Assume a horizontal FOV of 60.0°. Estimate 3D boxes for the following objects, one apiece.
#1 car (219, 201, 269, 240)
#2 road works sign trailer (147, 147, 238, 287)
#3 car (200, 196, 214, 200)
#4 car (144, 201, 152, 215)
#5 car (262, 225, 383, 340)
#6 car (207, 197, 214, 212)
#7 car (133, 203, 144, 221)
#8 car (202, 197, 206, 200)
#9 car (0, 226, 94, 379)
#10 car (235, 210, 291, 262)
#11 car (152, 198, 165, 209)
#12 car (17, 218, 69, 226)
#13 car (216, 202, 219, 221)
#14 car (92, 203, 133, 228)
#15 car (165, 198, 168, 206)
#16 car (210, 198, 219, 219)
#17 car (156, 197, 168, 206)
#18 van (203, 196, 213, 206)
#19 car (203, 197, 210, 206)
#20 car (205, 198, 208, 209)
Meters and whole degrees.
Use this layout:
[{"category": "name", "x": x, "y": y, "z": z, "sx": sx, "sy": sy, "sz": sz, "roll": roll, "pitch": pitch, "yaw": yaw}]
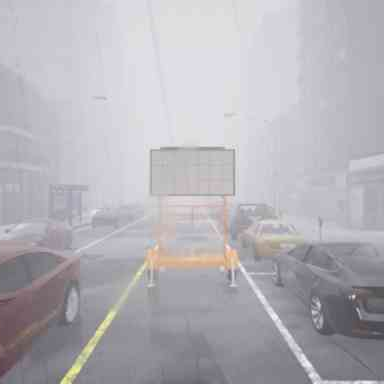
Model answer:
[{"category": "car", "x": 2.885, "y": 1.417, "z": 17.633, "sx": 2.192, "sy": 1.841, "sz": 5.009, "roll": 0, "pitch": 0, "yaw": 0}, {"category": "road works sign trailer", "x": 0.013, "y": 0.520, "z": 9.499, "sx": 2.380, "sy": 3.560, "sz": 2.880, "roll": 0, "pitch": 0, "yaw": 0}, {"category": "car", "x": 2.944, "y": 1.636, "z": 56.298, "sx": 2.192, "sy": 1.841, "sz": 5.009, "roll": 0, "pitch": 0, "yaw": 0}, {"category": "car", "x": -5.616, "y": 1.761, "z": 34.203, "sx": 1.947, "sy": 1.339, "sz": 4.313, "roll": 0, "pitch": 0, "yaw": 0}, {"category": "car", "x": 2.867, "y": 1.605, "z": 6.584, "sx": 1.947, "sy": 1.339, "sz": 4.313, "roll": 0, "pitch": 0, "yaw": 0}, {"category": "car", "x": 2.910, "y": 1.636, "z": 34.203, "sx": 1.967, "sy": 1.590, "sz": 4.097, "roll": 0, "pitch": 0, "yaw": 0}, {"category": "car", "x": -5.625, "y": 1.730, "z": 28.678, "sx": 1.947, "sy": 1.339, "sz": 4.313, "roll": 0, "pitch": 0, "yaw": 0}, {"category": "car", "x": 2.935, "y": 1.855, "z": 50.772, "sx": 1.947, "sy": 1.339, "sz": 4.313, "roll": 0, "pitch": 0, "yaw": 0}, {"category": "car", "x": -2.995, "y": 1.503, "z": 4.280, "sx": 1.882, "sy": 1.535, "sz": 5.008, "roll": 0, "pitch": 0, "yaw": 0}, {"category": "car", "x": 2.876, "y": 1.597, "z": 12.278, "sx": 1.752, "sy": 1.417, "sz": 4.829, "roll": 0, "pitch": 0, "yaw": 0}, {"category": "car", "x": -5.590, "y": 1.872, "z": 50.778, "sx": 1.802, "sy": 1.307, "sz": 4.206, "roll": 0, "pitch": 0, "yaw": 0}, {"category": "car", "x": -5.650, "y": 1.652, "z": 12.103, "sx": 1.802, "sy": 1.307, "sz": 4.206, "roll": 0, "pitch": 0, "yaw": 0}, {"category": "car", "x": 2.893, "y": 1.659, "z": 23.325, "sx": 1.752, "sy": 1.417, "sz": 4.829, "roll": 0, "pitch": 0, "yaw": 0}, {"category": "car", "x": -5.633, "y": 1.678, "z": 23.153, "sx": 1.887, "sy": 1.381, "sz": 4.507, "roll": 0, "pitch": 0, "yaw": 0}, {"category": "car", "x": -5.582, "y": 1.887, "z": 56.303, "sx": 1.947, "sy": 1.339, "sz": 4.313, "roll": 0, "pitch": 0, "yaw": 0}, {"category": "car", "x": 2.901, "y": 1.604, "z": 28.679, "sx": 1.967, "sy": 1.590, "sz": 4.097, "roll": 0, "pitch": 0, "yaw": 0}, {"category": "car", "x": -5.573, "y": 1.792, "z": 61.828, "sx": 1.967, "sy": 1.590, "sz": 4.097, "roll": 0, "pitch": 0, "yaw": 0}, {"category": "van", "x": 2.953, "y": 1.693, "z": 61.821, "sx": 1.690, "sy": 1.788, "sz": 3.998, "roll": 0, "pitch": 0, "yaw": 0}, {"category": "car", "x": 2.927, "y": 1.809, "z": 45.249, "sx": 2.008, "sy": 1.369, "sz": 4.403, "roll": 0, "pitch": 0, "yaw": 0}, {"category": "car", "x": 2.919, "y": 1.778, "z": 39.726, "sx": 2.008, "sy": 1.369, "sz": 4.403, "roll": 0, "pitch": 0, "yaw": 0}]
